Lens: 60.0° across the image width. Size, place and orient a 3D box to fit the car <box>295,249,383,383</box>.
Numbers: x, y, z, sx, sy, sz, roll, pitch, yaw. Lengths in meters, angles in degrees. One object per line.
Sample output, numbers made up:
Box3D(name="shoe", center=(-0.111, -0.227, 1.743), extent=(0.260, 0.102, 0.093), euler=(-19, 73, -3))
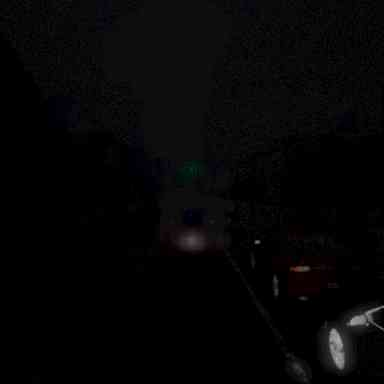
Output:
Box3D(name="car", center=(2.623, 1.580, 2.874), extent=(2.008, 1.369, 4.403), euler=(-1, -1, 0))

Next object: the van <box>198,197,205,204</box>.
Box3D(name="van", center=(2.627, 2.259, 90.695), extent=(1.690, 1.788, 3.998), euler=(-1, -1, 0))

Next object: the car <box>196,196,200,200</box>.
Box3D(name="car", center=(2.630, 2.348, 79.628), extent=(1.887, 1.381, 4.507), euler=(-1, -1, 0))

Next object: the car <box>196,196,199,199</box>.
Box3D(name="car", center=(2.629, 2.301, 85.161), extent=(1.967, 1.590, 4.097), euler=(-1, -1, 0))

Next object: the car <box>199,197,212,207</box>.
Box3D(name="car", center=(2.628, 2.119, 57.499), extent=(1.887, 1.381, 4.507), euler=(-1, -1, 0))

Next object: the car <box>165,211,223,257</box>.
Box3D(name="car", center=(0.024, 1.695, 13.572), extent=(1.994, 1.385, 4.181), euler=(0, 0, 1))

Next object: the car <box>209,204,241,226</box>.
Box3D(name="car", center=(2.625, 1.794, 25.056), extent=(2.008, 1.369, 4.403), euler=(-1, -1, 0))

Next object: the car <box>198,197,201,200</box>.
Box3D(name="car", center=(2.630, 2.270, 68.563), extent=(1.802, 1.307, 4.206), euler=(-1, -1, 0))

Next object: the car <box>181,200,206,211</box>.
Box3D(name="car", center=(0.040, 1.762, 29.153), extent=(1.882, 1.535, 5.008), euler=(0, 0, 1))

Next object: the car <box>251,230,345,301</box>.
Box3D(name="car", center=(2.623, 1.626, 8.419), extent=(1.887, 1.381, 4.507), euler=(-1, -1, 0))
